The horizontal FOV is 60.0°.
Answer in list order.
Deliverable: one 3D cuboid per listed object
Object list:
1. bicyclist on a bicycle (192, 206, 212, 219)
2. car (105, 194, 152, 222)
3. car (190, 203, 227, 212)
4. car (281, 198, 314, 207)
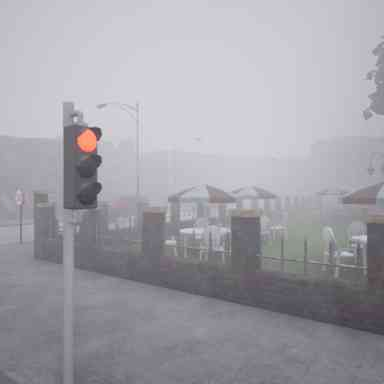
[{"bbox_3d":[0.664,1.340,21.467,1.656,1.620,0.582,0,0,36],"label":"bicyclist on a bicycle"},{"bbox_3d":[-5.660,1.221,27.075,2.150,2.045,5.566,0,0,35],"label":"car"},{"bbox_3d":[1.975,1.224,38.024,2.150,2.045,5.566,0,0,34],"label":"car"},{"bbox_3d":[14.955,1.528,47.461,4.674,1.442,1.812,0,0,2],"label":"car"}]
